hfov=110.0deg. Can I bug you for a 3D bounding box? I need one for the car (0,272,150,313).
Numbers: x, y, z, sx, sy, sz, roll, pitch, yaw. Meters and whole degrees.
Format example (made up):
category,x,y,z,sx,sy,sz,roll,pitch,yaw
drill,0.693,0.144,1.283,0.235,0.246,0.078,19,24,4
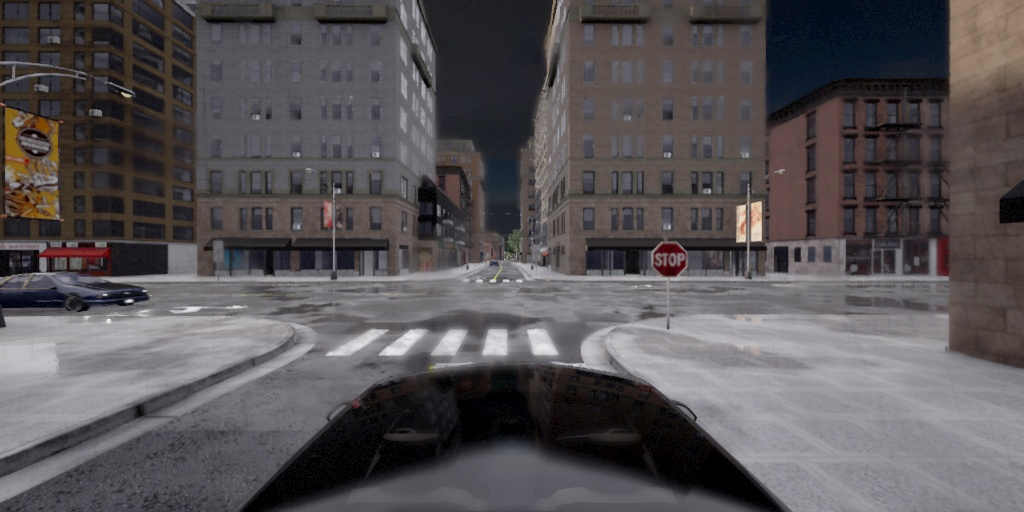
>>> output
category,x,y,z,sx,sy,sz,roll,pitch,yaw
car,-17.072,1.317,13.477,5.357,1.411,2.033,0,0,-1
